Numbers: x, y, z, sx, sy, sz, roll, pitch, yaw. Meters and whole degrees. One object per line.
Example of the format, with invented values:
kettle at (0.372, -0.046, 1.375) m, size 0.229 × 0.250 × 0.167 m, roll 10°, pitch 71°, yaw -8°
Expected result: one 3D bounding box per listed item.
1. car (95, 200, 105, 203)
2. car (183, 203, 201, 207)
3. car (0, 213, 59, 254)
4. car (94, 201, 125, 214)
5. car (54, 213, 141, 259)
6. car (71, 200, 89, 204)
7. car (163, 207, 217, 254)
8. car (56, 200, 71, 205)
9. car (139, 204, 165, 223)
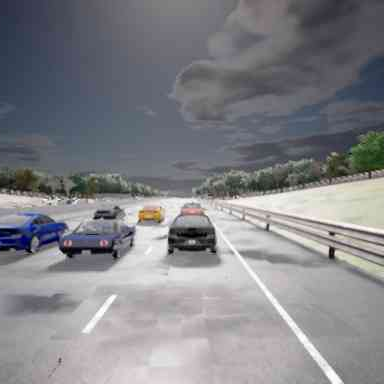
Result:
car at (-18.099, 2.291, 65.625) m, size 1.882 × 1.535 × 5.008 m, roll 0°, pitch 0°, yaw -1°
car at (0.013, 1.691, 28.465) m, size 2.097 × 1.767 × 4.553 m, roll 0°, pitch -1°, yaw 1°
car at (-6.975, 1.640, 14.258) m, size 1.882 × 1.535 × 5.008 m, roll 0°, pitch 0°, yaw 1°
car at (-6.987, 1.847, 28.518) m, size 1.837 × 1.490 × 4.892 m, roll 0°, pitch 0°, yaw 1°
car at (-3.486, 1.752, 13.278) m, size 1.895 × 1.301 × 4.718 m, roll 0°, pitch -1°, yaw 0°
car at (-21.594, 2.334, 65.462) m, size 1.812 × 1.442 × 4.674 m, roll 0°, pitch -1°, yaw -1°
car at (0.025, 1.640, 14.257) m, size 1.882 × 1.535 × 5.008 m, roll 0°, pitch 0°, yaw 1°
car at (-25.092, 2.330, 65.335) m, size 1.812 × 1.442 × 4.674 m, roll 0°, pitch -1°, yaw -1°
car at (-3.481, 1.827, 29.267) m, size 1.882 × 1.535 × 5.008 m, roll 0°, pitch 0°, yaw 1°
